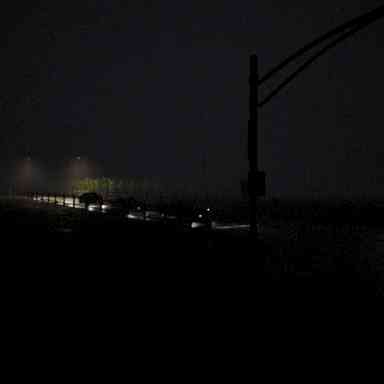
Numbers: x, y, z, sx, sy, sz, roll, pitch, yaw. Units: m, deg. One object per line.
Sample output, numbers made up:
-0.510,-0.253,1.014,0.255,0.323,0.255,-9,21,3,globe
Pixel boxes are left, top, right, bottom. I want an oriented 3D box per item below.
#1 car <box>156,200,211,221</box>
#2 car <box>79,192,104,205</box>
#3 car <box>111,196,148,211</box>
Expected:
-0.706,1.242,23.914,1.895,1.301,4.718,0,1,-35,car
-12.312,0.782,40.496,1.837,1.490,4.892,0,1,-35,car
-5.957,1.076,31.410,1.895,1.301,4.718,0,1,-35,car
